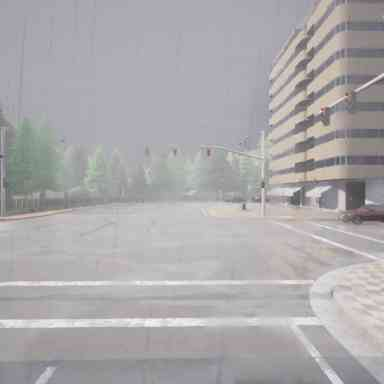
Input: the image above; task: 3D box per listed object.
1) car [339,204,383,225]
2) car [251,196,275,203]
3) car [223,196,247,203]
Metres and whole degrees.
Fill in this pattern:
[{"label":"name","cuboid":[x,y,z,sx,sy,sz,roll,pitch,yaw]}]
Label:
[{"label":"car","cuboid":[13.155,1.581,24.207,4.674,1.442,1.812,0,0,-1]},{"label":"car","cuboid":[14.171,1.526,67.955,4.674,1.442,1.812,0,0,-34]},{"label":"car","cuboid":[8.858,1.547,68.251,5.357,1.411,2.033,0,0,-38]}]
